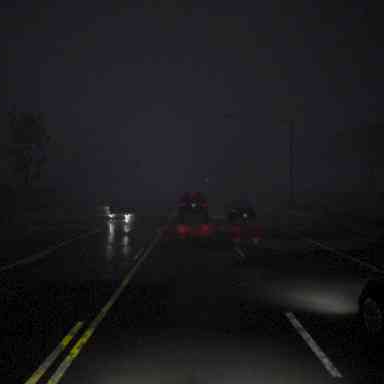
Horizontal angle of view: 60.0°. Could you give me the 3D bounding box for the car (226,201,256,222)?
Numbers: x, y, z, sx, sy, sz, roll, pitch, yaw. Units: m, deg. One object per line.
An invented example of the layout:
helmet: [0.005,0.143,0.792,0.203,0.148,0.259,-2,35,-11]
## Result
car: [3.599,1.398,24.818,1.812,1.442,4.674,0,0,0]

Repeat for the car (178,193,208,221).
car: [0.099,1.075,26.170,2.150,2.045,5.566,0,-1,0]

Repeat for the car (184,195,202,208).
car: [0.106,1.166,41.666,2.128,1.511,4.902,0,1,0]

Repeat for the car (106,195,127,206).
car: [-10.503,1.173,46.507,1.994,1.385,4.181,0,1,0]

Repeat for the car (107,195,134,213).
car: [-7.085,1.304,34.026,1.812,1.442,4.674,0,1,0]

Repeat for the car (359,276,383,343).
car: [3.595,1.509,3.433,1.812,1.442,4.674,0,0,0]
